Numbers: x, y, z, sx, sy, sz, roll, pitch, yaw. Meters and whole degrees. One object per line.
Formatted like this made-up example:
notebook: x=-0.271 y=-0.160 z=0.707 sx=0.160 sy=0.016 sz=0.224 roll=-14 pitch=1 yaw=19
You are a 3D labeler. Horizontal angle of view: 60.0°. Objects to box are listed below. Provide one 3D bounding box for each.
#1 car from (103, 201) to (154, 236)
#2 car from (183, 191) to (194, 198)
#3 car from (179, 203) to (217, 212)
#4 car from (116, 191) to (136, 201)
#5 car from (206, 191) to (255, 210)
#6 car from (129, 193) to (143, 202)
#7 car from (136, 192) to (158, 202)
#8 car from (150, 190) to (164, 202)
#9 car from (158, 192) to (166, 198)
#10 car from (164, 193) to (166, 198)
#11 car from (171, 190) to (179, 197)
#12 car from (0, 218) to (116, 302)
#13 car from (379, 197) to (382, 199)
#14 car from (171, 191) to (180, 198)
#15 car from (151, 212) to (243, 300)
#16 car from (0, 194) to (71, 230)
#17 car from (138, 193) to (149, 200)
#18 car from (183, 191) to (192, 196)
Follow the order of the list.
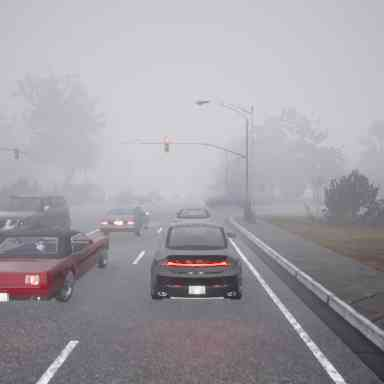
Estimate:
car: x=-3.446 y=1.442 z=17.724 sx=2.033 sy=1.411 sz=5.357 roll=0 pitch=0 yaw=-1
car: x=-0.671 y=0.783 z=85.235 sx=1.994 sy=1.385 sz=4.181 roll=0 pitch=1 yaw=-4
car: x=0.080 y=1.497 z=17.628 sx=1.895 sy=1.301 sz=4.718 roll=0 pitch=0 yaw=0
car: x=-10.691 y=0.821 z=53.796 sx=2.150 sy=2.045 sz=5.566 roll=0 pitch=0 yaw=0
car: x=4.361 y=0.953 z=37.811 sx=5.566 sy=2.045 sz=2.150 roll=0 pitch=0 yaw=-3
car: x=-10.676 y=0.987 z=63.683 sx=1.882 sy=1.535 sz=5.008 roll=0 pitch=1 yaw=0
car: x=-7.192 y=1.151 z=53.277 sx=2.033 sy=1.411 sz=5.357 roll=0 pitch=0 yaw=0
car: x=-7.166 y=0.733 z=63.452 sx=2.150 sy=2.045 sz=5.566 roll=0 pitch=1 yaw=-1
car: x=-7.602 y=0.780 z=83.911 sx=1.812 sy=1.442 sz=4.674 roll=0 pitch=1 yaw=-3
car: x=-7.237 y=0.876 z=73.642 sx=1.882 sy=1.535 sz=5.008 roll=0 pitch=1 yaw=-1
car: x=-4.912 y=0.451 z=94.749 sx=2.097 sy=1.767 sz=4.553 roll=0 pitch=1 yaw=-7
car: x=-3.413 y=1.570 z=8.135 sx=1.895 sy=1.301 sz=4.718 roll=0 pitch=0 yaw=0
car: x=22.357 y=1.270 z=38.865 sx=5.357 sy=1.411 sz=2.033 roll=0 pitch=0 yaw=-3
car: x=-4.143 y=0.602 z=84.681 sx=2.097 sy=1.767 sz=4.553 roll=0 pitch=1 yaw=-4
car: x=0.088 y=1.473 z=8.315 sx=1.837 sy=1.490 sz=4.892 roll=0 pitch=0 yaw=0
car: x=-7.182 y=1.141 z=14.750 sx=2.150 sy=2.045 sz=5.566 roll=0 pitch=0 yaw=-1
car: x=-10.742 y=0.991 z=73.769 sx=1.895 sy=1.301 sz=4.718 roll=0 pitch=1 yaw=-1
car: x=-1.424 y=0.465 z=95.112 sx=2.033 sy=1.411 sz=5.357 roll=0 pitch=1 yaw=-7
